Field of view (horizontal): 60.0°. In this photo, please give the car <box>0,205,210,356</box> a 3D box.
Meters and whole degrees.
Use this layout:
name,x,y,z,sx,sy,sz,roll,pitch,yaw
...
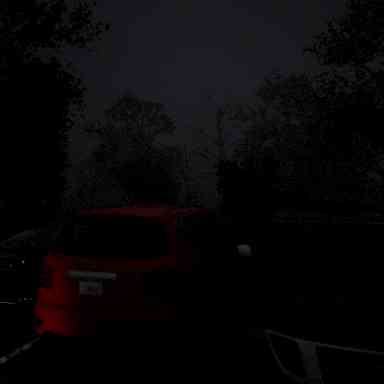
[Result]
name,x,y,z,sx,sy,sz,roll,pitch,yaw
car,-0.496,1.268,6.492,2.435,2.045,5.566,0,-1,15

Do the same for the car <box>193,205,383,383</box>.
name,x,y,z,sx,sy,sz,roll,pitch,yaw
car,1.927,1.247,4.718,2.435,2.045,5.566,0,-1,15
